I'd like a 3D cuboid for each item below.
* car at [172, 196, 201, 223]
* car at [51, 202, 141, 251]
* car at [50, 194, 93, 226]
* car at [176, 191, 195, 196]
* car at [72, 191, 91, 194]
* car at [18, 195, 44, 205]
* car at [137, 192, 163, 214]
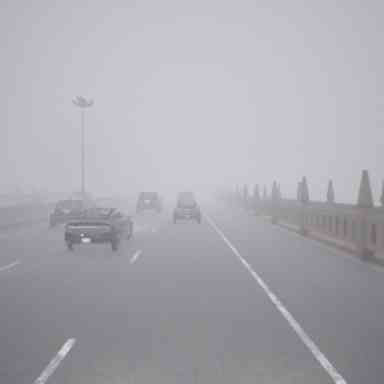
[{"bbox_3d":[-0.361,1.322,23.625,2.128,1.511,4.902,0,1,-1],"label":"car"},{"bbox_3d":[-3.626,1.394,13.635,2.128,1.511,4.902,0,0,-1],"label":"car"},{"bbox_3d":[-7.308,1.200,21.339,2.097,1.767,4.553,0,0,-1],"label":"car"},{"bbox_3d":[-0.808,0.923,41.367,2.150,2.045,5.566,0,1,-2],"label":"car"},{"bbox_3d":[-15.004,0.909,44.692,2.150,2.045,5.566,0,0,-1],"label":"car"},{"bbox_3d":[-22.019,1.173,45.682,2.128,1.511,4.902,0,0,-1],"label":"car"},{"bbox_3d":[-4.086,0.986,32.671,2.150,2.045,5.566,0,0,-1],"label":"car"}]
